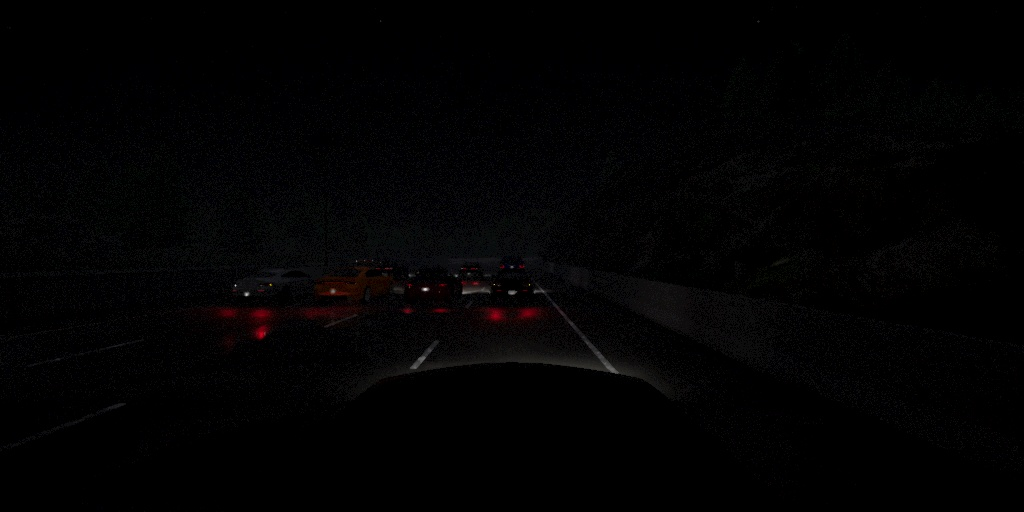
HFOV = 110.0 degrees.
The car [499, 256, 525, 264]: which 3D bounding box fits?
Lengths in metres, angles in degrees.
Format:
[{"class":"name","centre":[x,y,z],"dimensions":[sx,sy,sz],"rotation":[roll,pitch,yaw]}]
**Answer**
[{"class":"car","centre":[0.000,1.005,31.530],"dimensions":[2.150,2.045,5.566],"rotation":[0,0,0]}]

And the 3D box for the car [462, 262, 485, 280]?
[{"class":"car","centre":[-3.500,1.242,31.500],"dimensions":[2.128,1.511,4.902],"rotation":[0,0,0]}]

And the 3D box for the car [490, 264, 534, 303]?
[{"class":"car","centre":[0.000,1.280,16.500],"dimensions":[1.812,1.442,4.674],"rotation":[0,0,0]}]

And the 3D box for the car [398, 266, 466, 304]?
[{"class":"car","centre":[-3.500,1.319,16.500],"dimensions":[1.994,1.385,4.181],"rotation":[0,0,0]}]

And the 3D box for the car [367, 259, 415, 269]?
[{"class":"car","centre":[-10.500,1.242,31.500],"dimensions":[2.128,1.511,4.902],"rotation":[0,0,0]}]

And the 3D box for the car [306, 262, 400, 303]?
[{"class":"car","centre":[-7.000,1.232,16.500],"dimensions":[1.882,1.535,5.008],"rotation":[0,0,0]}]

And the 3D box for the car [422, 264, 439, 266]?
[{"class":"car","centre":[-7.000,1.364,31.530],"dimensions":[1.895,1.301,4.718],"rotation":[0,0,0]}]

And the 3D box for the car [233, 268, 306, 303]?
[{"class":"car","centre":[-10.500,1.280,16.500],"dimensions":[1.812,1.442,4.674],"rotation":[0,0,0]}]
